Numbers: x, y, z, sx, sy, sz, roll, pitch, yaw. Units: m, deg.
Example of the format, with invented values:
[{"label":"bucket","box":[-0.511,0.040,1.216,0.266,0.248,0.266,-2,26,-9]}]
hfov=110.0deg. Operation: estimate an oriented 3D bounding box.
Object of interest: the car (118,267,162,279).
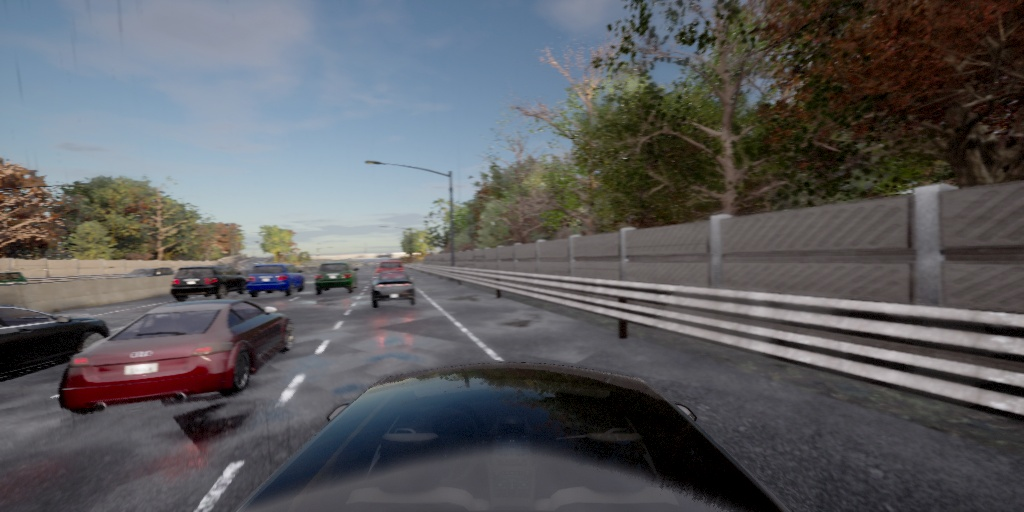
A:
[{"label":"car","box":[-33.646,2.096,33.198,2.150,2.045,5.566,-2,-1,-19]}]

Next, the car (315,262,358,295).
[{"label":"car","box":[-11.876,1.427,24.509,2.150,2.045,5.566,-2,0,-19]}]

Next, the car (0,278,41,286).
[{"label":"car","box":[-34.367,2.445,24.668,1.895,1.301,4.718,-2,0,-19]}]

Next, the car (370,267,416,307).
[{"label":"car","box":[-5.731,1.485,17.300,2.128,1.511,4.902,-2,0,-19]}]

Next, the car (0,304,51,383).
[{"label":"car","box":[-8.966,1.515,5.688,2.128,1.511,4.902,-2,0,-19]}]

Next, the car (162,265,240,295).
[{"label":"car","box":[-18.459,1.601,22.147,2.150,2.045,5.566,-2,0,-19]}]

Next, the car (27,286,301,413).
[{"label":"car","box":[-5.592,1.497,6.657,1.994,1.385,4.181,-2,0,-19]}]

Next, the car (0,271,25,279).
[{"label":"car","box":[-38.499,2.189,25.854,2.150,2.045,5.566,-2,0,-19]}]

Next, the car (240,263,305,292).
[{"label":"car","box":[-15.154,1.514,23.294,2.150,2.045,5.566,-2,0,-19]}]

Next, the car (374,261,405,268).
[{"label":"car","box":[-9.942,1.398,29.278,2.150,2.045,5.566,-2,0,-19]}]
